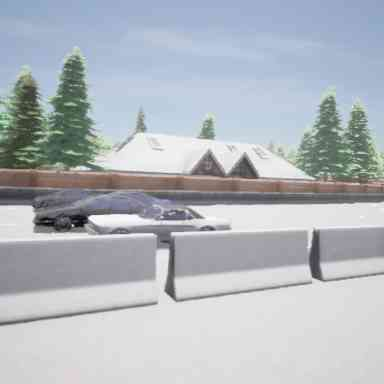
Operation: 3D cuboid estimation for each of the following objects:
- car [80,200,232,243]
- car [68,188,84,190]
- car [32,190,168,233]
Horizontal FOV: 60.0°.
[{"bbox_3d":[-1.125,1.085,11.277,4.718,1.301,1.895,1,3,-25],"label":"car"},{"bbox_3d":[-3.584,0.673,17.817,5.357,1.411,2.033,1,3,-25],"label":"car"},{"bbox_3d":[-3.664,0.824,13.945,5.357,1.411,2.033,1,2,-24],"label":"car"}]
